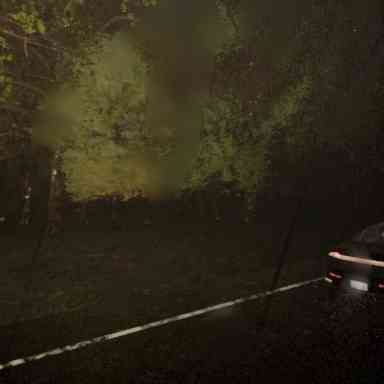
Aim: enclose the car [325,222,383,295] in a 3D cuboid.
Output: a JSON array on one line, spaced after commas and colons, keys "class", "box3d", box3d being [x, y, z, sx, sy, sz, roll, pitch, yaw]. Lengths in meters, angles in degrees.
[{"class": "car", "box3d": [4.904, 1.398, 7.244, 4.902, 1.511, 2.128, -1, 0, -35]}]
